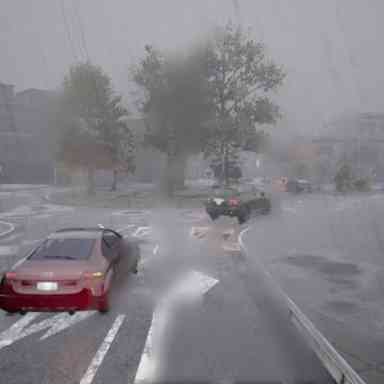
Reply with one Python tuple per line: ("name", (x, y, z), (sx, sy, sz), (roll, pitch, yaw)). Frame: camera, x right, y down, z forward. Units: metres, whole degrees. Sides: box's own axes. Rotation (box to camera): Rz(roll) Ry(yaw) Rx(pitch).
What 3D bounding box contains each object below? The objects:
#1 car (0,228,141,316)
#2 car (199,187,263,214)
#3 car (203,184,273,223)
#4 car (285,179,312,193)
("car", (-2.406, 1.490, 7.544), (1.994, 1.385, 4.181), (0, 1, 0))
("car", (2.957, 0.513, 24.447), (4.892, 1.490, 1.837), (-5, 7, -41))
("car", (3.030, 0.558, 20.453), (2.150, 2.045, 5.566), (3, 5, 35))
("car", (12.470, -0.716, 39.115), (1.837, 1.490, 4.892), (0, 5, -3))
